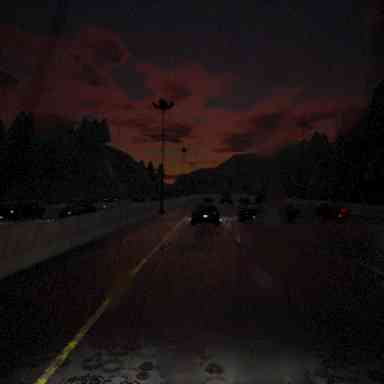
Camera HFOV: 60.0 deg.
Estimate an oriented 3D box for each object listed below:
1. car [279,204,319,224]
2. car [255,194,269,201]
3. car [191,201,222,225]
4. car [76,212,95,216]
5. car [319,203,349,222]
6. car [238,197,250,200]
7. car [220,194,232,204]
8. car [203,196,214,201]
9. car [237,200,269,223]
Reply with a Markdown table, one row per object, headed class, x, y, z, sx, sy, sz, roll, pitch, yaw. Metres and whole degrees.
| class | x | y | z | sx | sy | sz | roll | pitch | yaw |
| --- | --- | --- | --- | --- | --- | --- | --- | --- | --- |
| car | 8.104 | 1.638 | 26.131 | 1.812 | 1.442 | 4.674 | 1 | 0 | 3 |
| car | 13.630 | 1.412 | 65.101 | 2.150 | 2.045 | 5.566 | 1 | 0 | 3 |
| car | 0.996 | 1.583 | 24.181 | 1.994 | 1.385 | 4.181 | 1 | 0 | 3 |
| car | -9.475 | 1.448 | 27.954 | 1.994 | 1.385 | 4.181 | 1 | 0 | 3 |
| car | 11.741 | 1.650 | 28.492 | 2.128 | 1.511 | 4.902 | 1 | 0 | 3 |
| car | 10.142 | 1.626 | 65.001 | 1.882 | 1.535 | 5.008 | 1 | 0 | 3 |
| car | 6.659 | 1.325 | 65.420 | 2.150 | 2.045 | 5.566 | 1 | 0 | 3 |
| car | 3.164 | 1.562 | 65.549 | 1.837 | 1.490 | 4.892 | 1 | 0 | 3 |
| car | 4.588 | 1.592 | 25.944 | 1.812 | 1.442 | 4.674 | 1 | 0 | 3 |
